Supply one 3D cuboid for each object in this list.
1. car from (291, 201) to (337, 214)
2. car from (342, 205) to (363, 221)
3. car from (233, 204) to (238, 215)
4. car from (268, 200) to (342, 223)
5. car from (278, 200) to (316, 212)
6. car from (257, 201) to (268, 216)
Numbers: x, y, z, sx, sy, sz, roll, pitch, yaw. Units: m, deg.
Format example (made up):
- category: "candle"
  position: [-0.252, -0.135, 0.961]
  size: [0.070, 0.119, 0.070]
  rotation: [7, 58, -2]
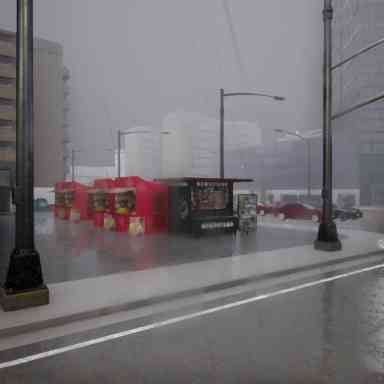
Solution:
- category: "car"
  position: [13.937, 1.787, 38.302]
  size: [1.895, 1.301, 4.718]
  rotation: [0, -1, -36]
- category: "car"
  position: [12.214, 1.672, 28.408]
  size: [1.994, 1.385, 4.181]
  rotation: [0, -1, -35]
- category: "car"
  position: [3.536, 1.750, 34.422]
  size: [1.812, 1.442, 4.674]
  rotation: [0, -1, -36]
- category: "car"
  position: [8.987, 1.589, 26.864]
  size: [1.882, 1.535, 5.008]
  rotation: [0, -1, -38]
- category: "car"
  position: [13.886, 1.777, 44.336]
  size: [1.812, 1.442, 4.674]
  rotation: [0, -1, -36]
- category: "car"
  position: [6.940, 1.689, 35.686]
  size: [1.882, 1.535, 5.008]
  rotation: [0, -1, -36]
